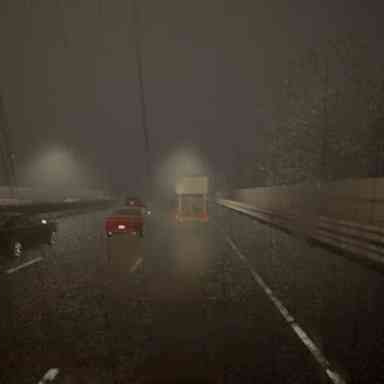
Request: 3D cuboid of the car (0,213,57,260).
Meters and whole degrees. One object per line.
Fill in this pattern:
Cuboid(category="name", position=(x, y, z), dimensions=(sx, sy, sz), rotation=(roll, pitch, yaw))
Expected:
Cuboid(category="car", position=(-6.897, 1.530, 12.753), dimensions=(1.882, 1.535, 5.008), rotation=(0, 0, 0))

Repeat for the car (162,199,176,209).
Cuboid(category="car", position=(-3.393, 1.770, 48.626), dimensions=(2.033, 1.411, 5.357), rotation=(0, 0, 0))

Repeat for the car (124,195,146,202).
Cuboid(category="car", position=(-6.891, 1.403, 40.606), dimensions=(2.150, 2.045, 5.566), rotation=(0, 0, 0))

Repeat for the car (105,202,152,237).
Cuboid(category="car", position=(-3.395, 1.555, 18.487), dimensions=(1.882, 1.535, 5.008), rotation=(0, 0, 0))

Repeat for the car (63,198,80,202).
Cuboid(category="car", position=(-21.002, 1.822, 58.002), dimensions=(2.033, 1.411, 5.357), rotation=(0, 0, 0))

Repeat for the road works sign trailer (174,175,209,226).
Cuboid(category="road works sign trailer", position=(0.006, 0.568, 24.098), dimensions=(2.380, 3.560, 2.880), rotation=(0, 0, 0))

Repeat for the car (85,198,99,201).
Cuboid(category="car", position=(-17.514, 1.753, 58.413), dimensions=(1.882, 1.535, 5.008), rotation=(0, 0, 1))

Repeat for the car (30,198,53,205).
Cuboid(category="car", position=(-24.526, 1.731, 54.330), dimensions=(1.882, 1.535, 5.008), rotation=(0, 0, 1))
